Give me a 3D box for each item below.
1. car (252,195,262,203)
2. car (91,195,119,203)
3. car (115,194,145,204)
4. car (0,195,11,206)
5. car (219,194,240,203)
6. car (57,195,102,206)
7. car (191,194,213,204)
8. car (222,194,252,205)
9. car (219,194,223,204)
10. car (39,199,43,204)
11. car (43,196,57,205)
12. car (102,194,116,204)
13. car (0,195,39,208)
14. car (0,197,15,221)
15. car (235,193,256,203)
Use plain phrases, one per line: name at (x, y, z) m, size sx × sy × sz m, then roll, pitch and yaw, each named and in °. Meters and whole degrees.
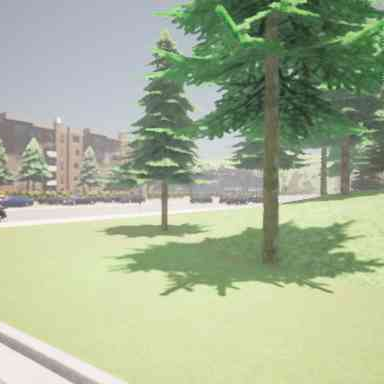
car at (13.169, 1.294, 61.379) m, size 2.128 × 1.511 × 4.902 m, roll 1°, pitch 0°, yaw 35°
car at (-15.326, 1.230, 59.051) m, size 1.895 × 1.301 × 4.718 m, roll 1°, pitch 0°, yaw 35°
car at (-9.793, 1.189, 54.835) m, size 1.837 × 1.490 × 4.892 m, roll 1°, pitch 0°, yaw 35°
car at (-26.650, 1.177, 43.048) m, size 2.033 × 1.411 × 5.357 m, roll 1°, pitch 0°, yaw 35°
car at (7.431, 1.238, 65.388) m, size 2.128 × 1.511 × 4.902 m, roll 1°, pitch 0°, yaw 35°
car at (-15.665, 1.176, 46.527) m, size 2.128 × 1.511 × 4.902 m, roll 1°, pitch 0°, yaw 35°
car at (1.727, 1.100, 57.246) m, size 2.097 × 1.767 × 4.553 m, roll 1°, pitch 0°, yaw 35°
car at (7.226, 1.308, 52.843) m, size 1.837 × 1.490 × 4.892 m, roll 1°, pitch 0°, yaw 35°
car at (6.574, 1.127, 57.986) m, size 2.097 × 1.767 × 4.553 m, roll 1°, pitch 0°, yaw 36°
car at (-21.114, 1.230, 50.872) m, size 1.895 × 1.301 × 4.718 m, roll 1°, pitch 0°, yaw 35°
car at (-18.562, 1.258, 48.471) m, size 1.895 × 1.301 × 4.718 m, roll 1°, pitch 0°, yaw 35°
car at (-12.768, 1.135, 56.615) m, size 1.882 × 1.535 × 5.008 m, roll 1°, pitch 0°, yaw 35°
car at (-20.983, 1.211, 38.939) m, size 1.812 × 1.442 × 4.674 m, roll 1°, pitch 0°, yaw 35°
car at (-14.726, 1.297, 21.734) m, size 2.128 × 1.511 × 4.902 m, roll 0°, pitch 0°, yaw 32°
car at (10.295, 1.127, 63.375) m, size 2.097 × 1.767 × 4.553 m, roll 1°, pitch 0°, yaw 35°
